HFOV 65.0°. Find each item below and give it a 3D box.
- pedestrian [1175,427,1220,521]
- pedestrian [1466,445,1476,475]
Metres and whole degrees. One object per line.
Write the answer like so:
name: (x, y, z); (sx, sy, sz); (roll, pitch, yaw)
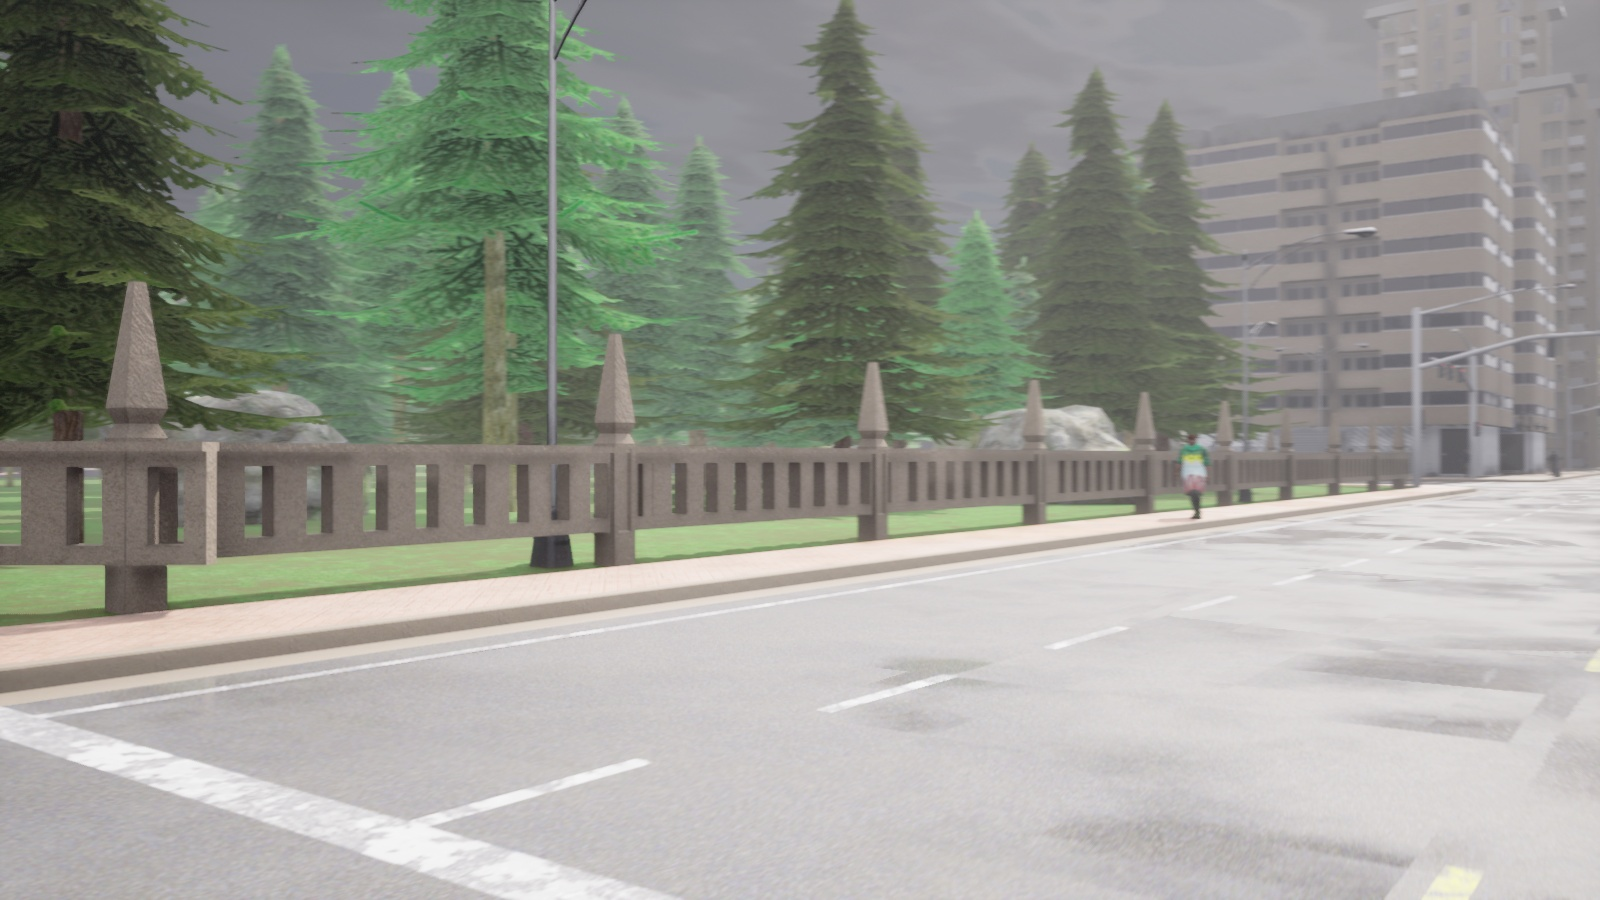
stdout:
pedestrian: (8.474, 0.504, 26.746); (0.659, 1.952, 0.873); (0, 0, 36)
pedestrian: (41.393, 0.617, 77.476); (0.402, 1.842, 0.726); (0, 0, 36)
